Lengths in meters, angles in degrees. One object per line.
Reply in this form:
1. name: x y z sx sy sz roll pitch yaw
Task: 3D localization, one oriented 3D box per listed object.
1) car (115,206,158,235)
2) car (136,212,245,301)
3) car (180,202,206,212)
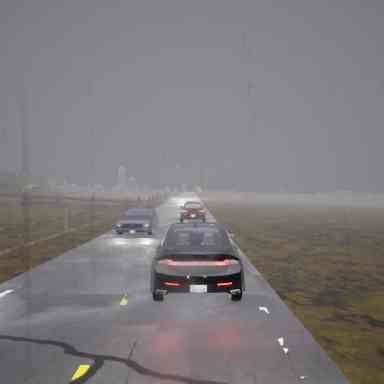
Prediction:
1. car: -2.873 1.512 18.671 2.033 1.411 5.357 0 0 0
2. car: 0.094 1.485 8.287 2.128 1.511 4.902 0 0 0
3. car: 0.068 1.464 25.273 1.812 1.442 4.674 0 0 0
